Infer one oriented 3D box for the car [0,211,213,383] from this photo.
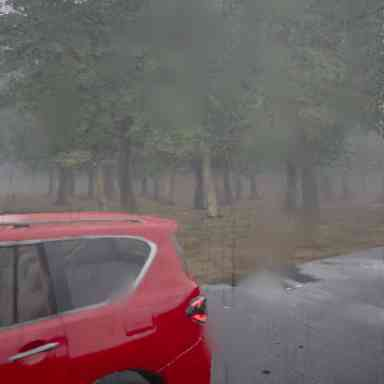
[{"bbox_3d":[-2.406,1.225,2.299,5.566,2.045,2.150,0,0,-36],"label":"car"}]
